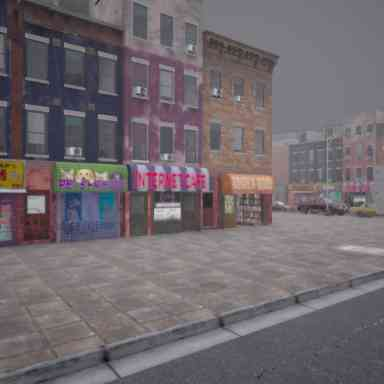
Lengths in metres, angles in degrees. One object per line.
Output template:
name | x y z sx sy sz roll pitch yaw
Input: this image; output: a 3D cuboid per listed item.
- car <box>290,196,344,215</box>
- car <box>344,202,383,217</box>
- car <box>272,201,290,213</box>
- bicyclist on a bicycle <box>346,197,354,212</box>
car | 12.909 1.376 33.377 2.192 1.841 5.009 0 0 -35
car | 16.174 1.572 28.799 1.752 1.417 4.829 0 0 -35
car | 9.744 1.657 37.815 1.802 1.307 4.206 0 0 -35
bicyclist on a bicycle | 17.464 1.373 36.715 1.656 1.620 0.582 0 0 -35
